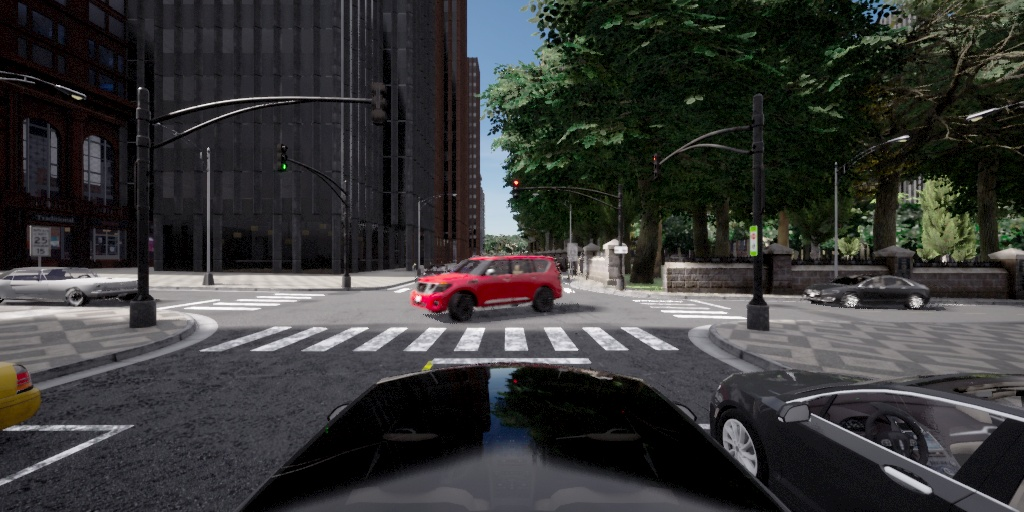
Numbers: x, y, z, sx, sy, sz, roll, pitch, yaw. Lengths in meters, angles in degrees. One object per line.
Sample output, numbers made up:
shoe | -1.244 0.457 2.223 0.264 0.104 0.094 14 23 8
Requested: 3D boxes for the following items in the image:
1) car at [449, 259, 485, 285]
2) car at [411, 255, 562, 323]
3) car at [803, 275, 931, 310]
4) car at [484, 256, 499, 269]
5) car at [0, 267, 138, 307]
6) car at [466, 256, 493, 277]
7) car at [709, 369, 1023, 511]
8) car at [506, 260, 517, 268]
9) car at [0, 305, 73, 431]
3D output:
car | -3.248 1.111 26.826 2.097 1.767 4.553 0 0 1
car | -0.690 0.989 12.741 5.566 2.045 2.150 1 -1 -36
car | 16.335 1.614 16.623 4.892 1.490 1.837 1 0 -1
car | -3.241 1.014 57.274 2.150 2.045 5.566 0 0 0
car | -16.479 1.068 13.130 4.718 1.301 1.895 1 0 -1
car | -3.213 0.991 36.585 2.150 2.045 5.566 0 0 0
car | 2.764 1.300 1.763 2.007 1.370 4.403 0 0 0
car | -0.101 1.398 61.496 1.895 1.301 4.718 0 0 0
car | -5.760 1.275 1.555 1.751 1.417 4.829 0 0 0
